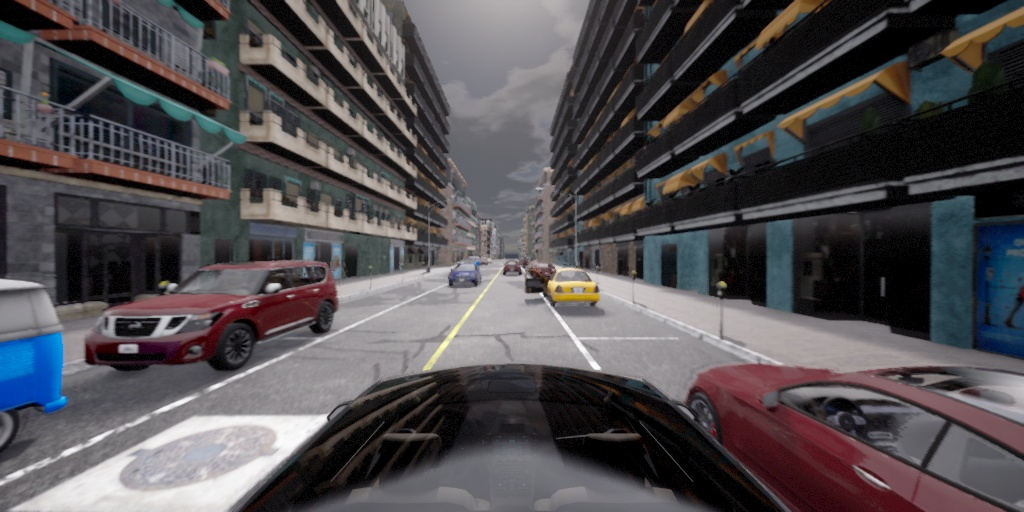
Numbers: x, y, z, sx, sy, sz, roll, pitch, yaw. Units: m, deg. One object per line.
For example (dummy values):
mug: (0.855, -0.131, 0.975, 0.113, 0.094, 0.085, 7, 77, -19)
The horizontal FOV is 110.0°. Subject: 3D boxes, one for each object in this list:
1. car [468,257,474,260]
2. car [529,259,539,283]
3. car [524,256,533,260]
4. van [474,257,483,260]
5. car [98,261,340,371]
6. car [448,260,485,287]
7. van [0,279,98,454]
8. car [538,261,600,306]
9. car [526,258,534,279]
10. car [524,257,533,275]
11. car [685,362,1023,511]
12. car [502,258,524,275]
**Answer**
car: (-5.693, 1.179, 41.638, 1.751, 1.417, 4.829, 0, 0, 0)
car: (2.688, 1.222, 30.462, 1.888, 1.381, 4.507, 0, 0, 0)
car: (2.687, 0.951, 58.768, 2.192, 1.841, 5.009, 0, 0, 0)
van: (-5.694, 0.980, 53.130, 1.690, 1.789, 3.998, 0, 0, 0)
car: (-5.691, 1.046, 7.836, 2.192, 1.841, 5.009, 0, 0, 0)
car: (-3.099, 1.217, 24.372, 1.812, 1.442, 4.674, 0, 0, 0)
van: (-5.691, 1.089, 2.177, 1.690, 1.789, 3.998, 0, 0, 0)
car: (2.349, 1.168, 15.290, 1.801, 1.575, 5.366, 0, 0, 0)
car: (2.688, 1.209, 36.127, 1.888, 1.381, 4.507, 0, 0, 0)
car: (2.688, 1.178, 41.955, 1.751, 1.417, 4.829, 0, 0, 0)
car: (2.690, 1.330, 2.156, 1.802, 1.307, 4.207, 0, 0, 0)
car: (0.034, 1.188, 37.273, 1.812, 1.442, 4.674, 0, 0, 0)
